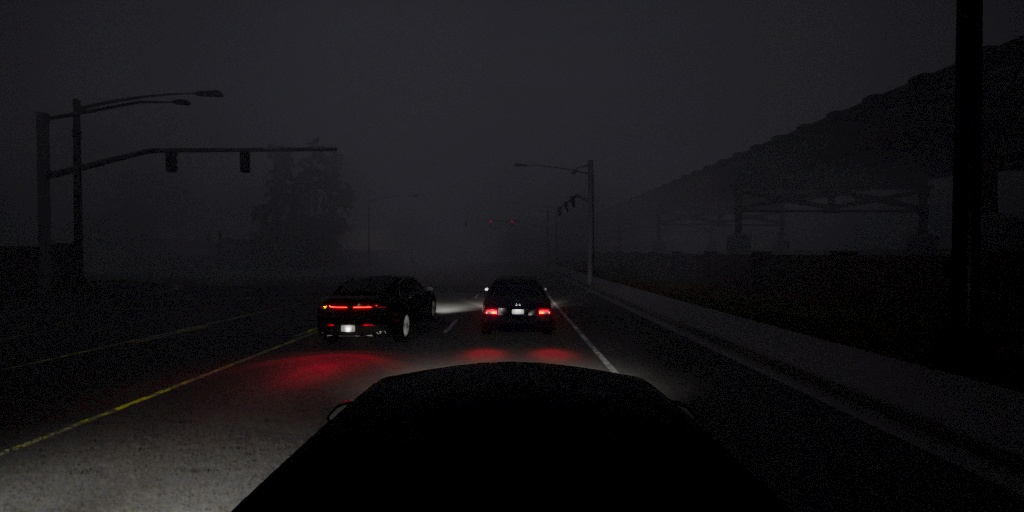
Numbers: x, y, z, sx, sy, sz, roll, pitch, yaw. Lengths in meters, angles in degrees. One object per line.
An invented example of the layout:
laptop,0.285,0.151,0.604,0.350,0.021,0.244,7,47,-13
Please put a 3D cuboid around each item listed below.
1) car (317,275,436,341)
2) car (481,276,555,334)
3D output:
car,-3.382,1.254,9.831,1.837,1.490,4.892,0,0,0
car,0.124,1.300,10.598,2.033,1.411,5.357,0,0,0
